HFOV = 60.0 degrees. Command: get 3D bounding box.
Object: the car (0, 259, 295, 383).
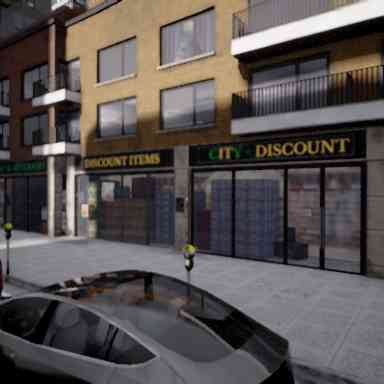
[{"bbox_3d":[-1.098,1.552,3.586,4.313,1.339,1.947,0,0,35],"label":"car"}]
